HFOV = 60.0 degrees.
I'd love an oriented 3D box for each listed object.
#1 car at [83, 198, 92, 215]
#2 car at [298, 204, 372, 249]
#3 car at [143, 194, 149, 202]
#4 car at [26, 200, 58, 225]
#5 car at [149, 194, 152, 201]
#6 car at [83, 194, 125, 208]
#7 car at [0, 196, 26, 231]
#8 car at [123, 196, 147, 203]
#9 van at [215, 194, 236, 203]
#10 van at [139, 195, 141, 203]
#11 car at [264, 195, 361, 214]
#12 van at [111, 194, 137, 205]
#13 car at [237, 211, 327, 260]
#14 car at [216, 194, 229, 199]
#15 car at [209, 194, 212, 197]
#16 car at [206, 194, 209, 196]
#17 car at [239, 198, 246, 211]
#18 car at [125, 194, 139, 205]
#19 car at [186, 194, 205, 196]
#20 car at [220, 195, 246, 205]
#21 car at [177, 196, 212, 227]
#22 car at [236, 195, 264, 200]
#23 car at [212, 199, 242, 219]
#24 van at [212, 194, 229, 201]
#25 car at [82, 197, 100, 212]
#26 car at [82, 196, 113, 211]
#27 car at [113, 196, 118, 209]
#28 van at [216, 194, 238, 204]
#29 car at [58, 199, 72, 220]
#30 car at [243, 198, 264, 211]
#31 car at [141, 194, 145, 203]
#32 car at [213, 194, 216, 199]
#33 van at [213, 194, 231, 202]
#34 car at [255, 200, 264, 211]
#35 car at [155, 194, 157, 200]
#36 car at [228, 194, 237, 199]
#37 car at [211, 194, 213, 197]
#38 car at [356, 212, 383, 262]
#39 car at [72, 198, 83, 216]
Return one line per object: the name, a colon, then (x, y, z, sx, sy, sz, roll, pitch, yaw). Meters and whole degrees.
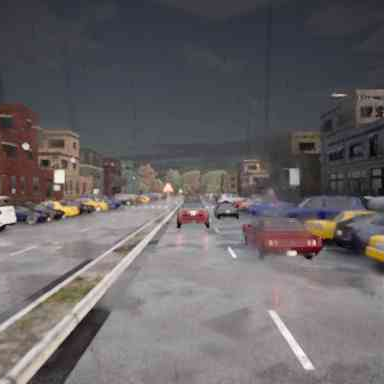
car: (-12.710, 1.573, 32.259, 4.792, 1.488, 2.163, 0, 0, 0)
car: (7.810, 1.491, 14.791, 5.366, 1.575, 1.946, 0, 0, 0)
car: (-12.535, 1.644, 71.165, 5.366, 1.575, 1.946, 0, 0, 0)
car: (-12.666, 1.547, 23.923, 4.792, 1.488, 2.163, 0, 0, 0)
car: (-12.727, 1.664, 79.504, 5.008, 1.535, 2.097, 0, 0, 0)
car: (-12.657, 1.336, 46.149, 5.566, 2.045, 2.435, 0, 0, 0)
car: (-12.733, 1.252, 18.363, 5.566, 2.045, 2.435, 0, 0, 0)
car: (-12.719, 1.652, 73.944, 5.008, 1.535, 2.097, 0, 0, 0)
van: (7.609, 1.458, 75.458, 4.442, 1.987, 1.878, 0, 0, 0)
van: (-12.829, 1.410, 65.606, 4.442, 1.987, 1.878, 0, 0, 0)
car: (7.584, 1.258, 20.303, 5.566, 2.045, 2.435, 0, 0, 0)
van: (-12.825, 1.404, 62.826, 4.442, 1.987, 1.878, 0, 0, 0)
car: (3.088, 1.611, 12.517, 1.895, 1.301, 4.718, 0, 0, 0)
car: (7.557, 1.406, 58.910, 5.566, 2.045, 2.435, 0, 0, 0)
car: (7.295, 1.691, 80.971, 5.366, 1.575, 1.946, 0, 0, 0)
car: (7.484, 1.472, 92.002, 5.566, 2.045, 2.435, 0, 0, 0)
car: (7.580, 1.608, 34.219, 4.674, 1.452, 2.002, 0, 0, 0)
car: (-12.698, 1.625, 60.046, 4.892, 1.521, 2.231, 0, 0, 0)
car: (0.049, 1.326, 40.391, 2.150, 2.045, 5.566, 1, 1, 0)
car: (7.553, 1.537, 61.545, 4.553, 1.767, 2.185, 0, 0, 0)
car: (0.067, 1.393, 23.099, 2.097, 1.767, 4.553, 0, 0, 0)
car: (7.545, 1.454, 36.848, 4.553, 1.767, 2.185, 0, 0, 0)
car: (3.051, 1.633, 30.293, 1.994, 1.385, 4.181, 0, 0, 0)
van: (7.578, 1.489, 89.244, 4.442, 1.987, 1.878, 0, 0, 0)
car: (-12.682, 1.552, 34.914, 5.008, 1.535, 2.097, 0, 0, 0)
car: (-12.683, 1.570, 40.590, 5.008, 1.535, 2.097, 0, 0, 0)
car: (-12.675, 1.580, 43.369, 4.892, 1.521, 2.231, 0, 0, 0)
van: (7.388, 1.450, 69.942, 4.442, 1.987, 1.878, 0, 0, 0)
car: (-12.661, 1.555, 26.701, 4.792, 1.488, 2.163, 0, 0, 0)
car: (7.586, 1.594, 31.331, 4.674, 1.452, 2.002, 0, 0, 0)
car: (-12.719, 1.682, 68.385, 4.674, 1.452, 2.002, 0, 0, 0)
car: (7.539, 1.421, 67.184, 5.566, 2.045, 2.435, 0, 0, 0)
van: (7.591, 1.473, 83.731, 4.442, 1.987, 1.878, 0, 0, 0)
car: (7.603, 1.569, 25.817, 4.674, 1.452, 2.002, 0, 0, 0)
car: (-12.745, 1.736, 90.618, 4.674, 1.452, 2.002, 0, 0, 0)
car: (7.542, 1.341, 39.606, 5.566, 2.045, 2.435, 0, 0, 0)
car: (7.484, 1.728, 78.214, 4.674, 1.452, 2.002, 0, 0, 0)
car: (7.822, 1.482, 9.276, 5.366, 1.575, 1.946, 0, 0, 0)
car: (-12.871, 1.531, 29.481, 5.366, 1.575, 1.946, 0, 0, 0)
